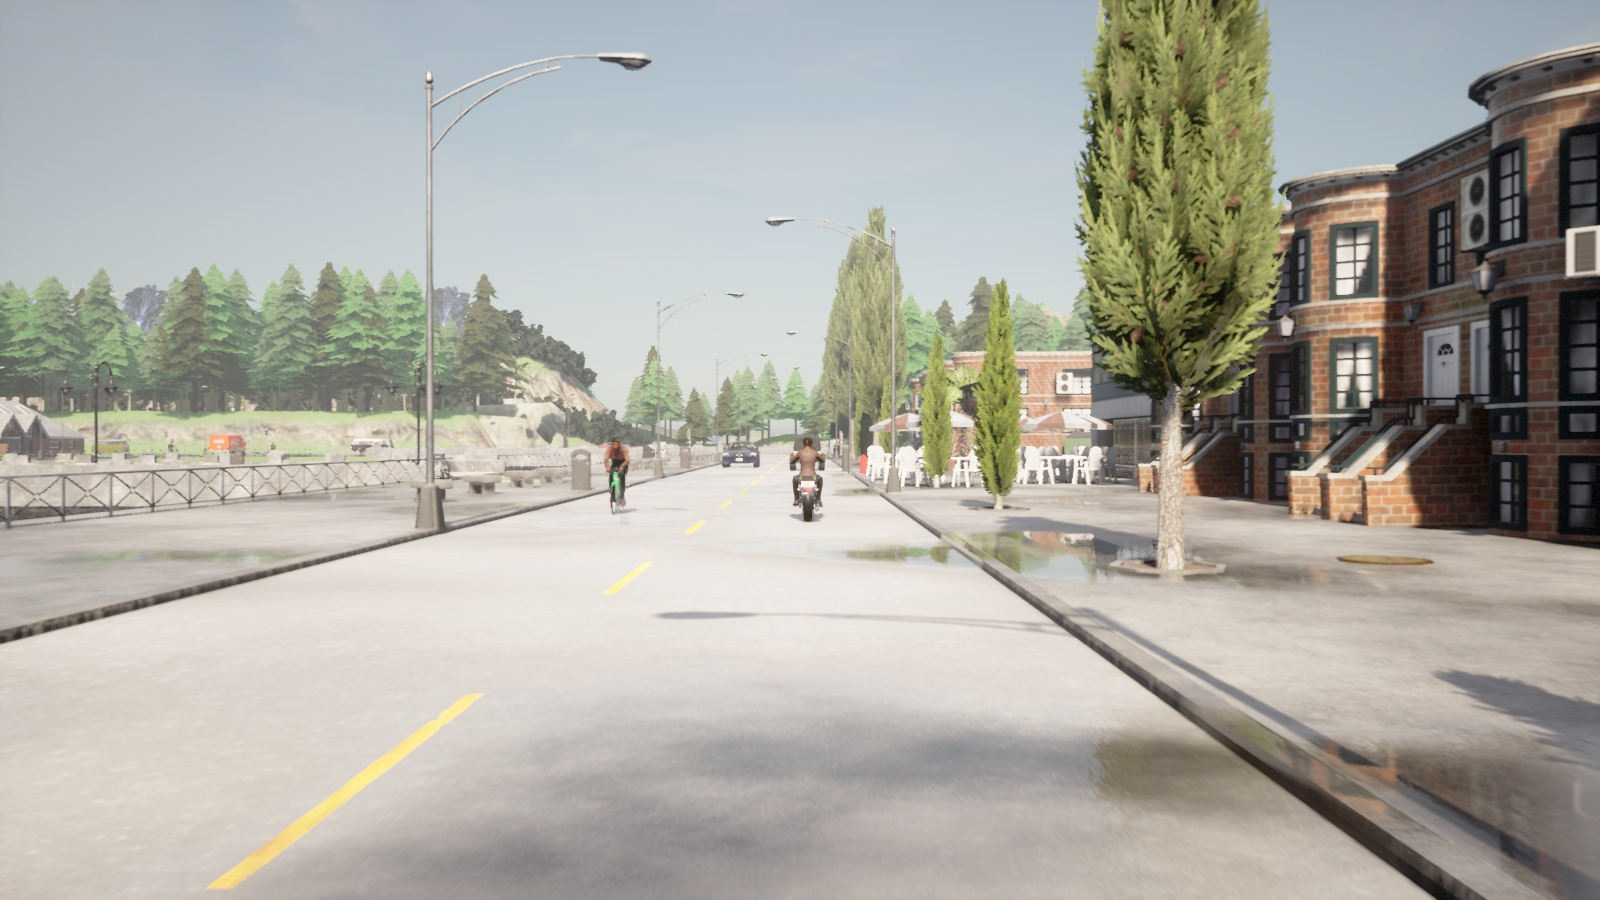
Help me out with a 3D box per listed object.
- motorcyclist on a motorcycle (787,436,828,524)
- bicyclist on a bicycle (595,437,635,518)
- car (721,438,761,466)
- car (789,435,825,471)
[{"bbox_3d":[0.152,0.558,24.712,0.766,1.649,2.350,0,0,0],"label":"motorcyclist on a motorcycle"},{"bbox_3d":[-3.839,0.549,26.189,0.582,1.620,1.656,0,1,0],"label":"bicyclist on a bicycle"},{"bbox_3d":[-3.562,0.093,76.239,2.152,1.651,5.027,0,0,0],"label":"car"},{"bbox_3d":[0.397,0.154,68.960,1.905,1.878,3.866,0,0,0],"label":"car"}]
